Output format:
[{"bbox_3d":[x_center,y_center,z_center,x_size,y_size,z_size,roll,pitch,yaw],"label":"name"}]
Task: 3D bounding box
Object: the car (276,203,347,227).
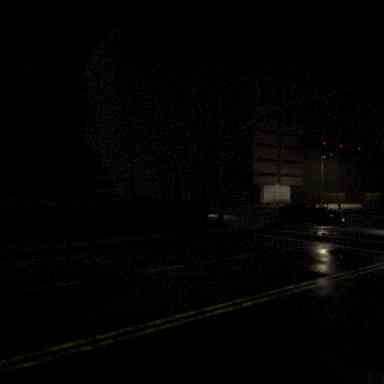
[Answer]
[{"bbox_3d":[8.048,1.492,22.782,2.128,1.511,4.902,0,0,-35],"label":"car"}]
